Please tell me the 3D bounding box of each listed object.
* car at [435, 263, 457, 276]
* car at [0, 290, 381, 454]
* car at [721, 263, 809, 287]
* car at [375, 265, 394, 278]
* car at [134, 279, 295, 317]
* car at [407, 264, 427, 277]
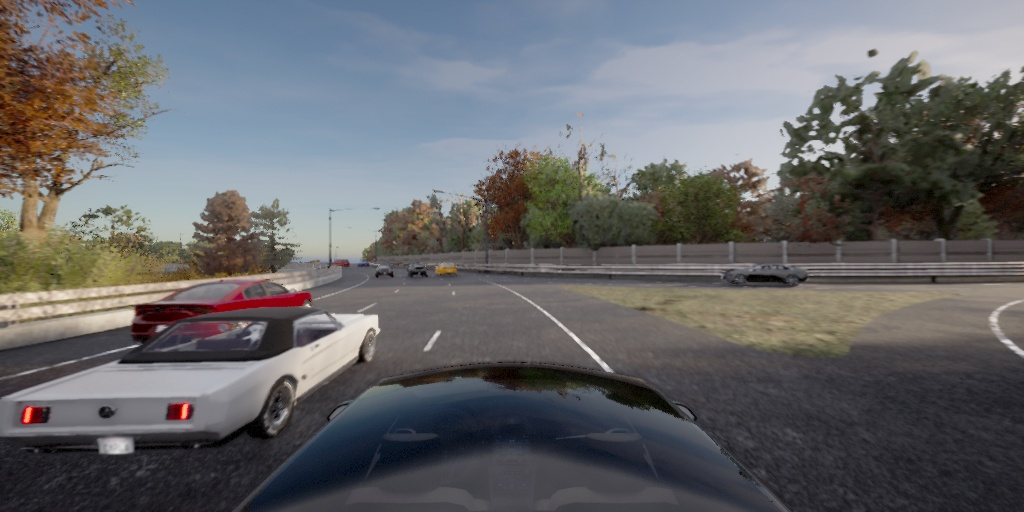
[{"bbox_3d":[-8.079,1.611,43.632,1.882,1.535,5.008,0,0,-21],"label":"car"},{"bbox_3d":[-3.586,1.413,5.397,1.895,1.301,4.718,-1,0,-2],"label":"car"},{"bbox_3d":[16.995,1.235,24.295,4.902,1.511,2.128,-1,0,20],"label":"car"},{"bbox_3d":[-14.869,1.714,41.796,1.812,1.442,4.674,0,0,-21],"label":"car"},{"bbox_3d":[-7.364,1.360,9.853,1.882,1.535,5.008,0,0,-4],"label":"car"},{"bbox_3d":[-11.058,1.655,41.652,1.837,1.490,4.892,0,0,-21],"label":"car"}]
